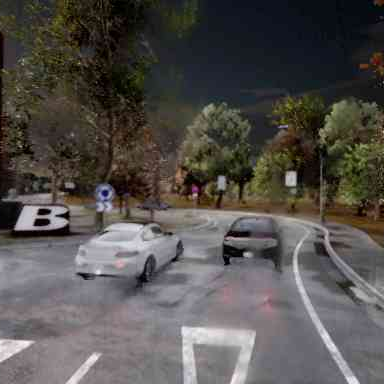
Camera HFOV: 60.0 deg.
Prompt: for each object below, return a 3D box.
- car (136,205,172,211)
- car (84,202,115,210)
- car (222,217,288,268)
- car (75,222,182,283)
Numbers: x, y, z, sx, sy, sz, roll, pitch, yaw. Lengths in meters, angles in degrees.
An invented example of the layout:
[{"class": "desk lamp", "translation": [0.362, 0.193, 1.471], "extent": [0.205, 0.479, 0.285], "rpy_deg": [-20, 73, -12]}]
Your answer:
[{"class": "car", "translation": [-5.523, 1.994, 48.741], "extent": [5.357, 1.411, 2.033], "rpy_deg": [0, -1, 26]}, {"class": "car", "translation": [-13.193, 1.931, 47.697], "extent": [4.181, 1.385, 1.994], "rpy_deg": [0, -1, 5]}, {"class": "car", "translation": [2.331, 1.629, 11.930], "extent": [2.128, 1.511, 4.902], "rpy_deg": [0, -1, 17]}, {"class": "car", "translation": [-1.652, 1.606, 9.919], "extent": [1.812, 1.442, 4.674], "rpy_deg": [0, 0, 13]}]
